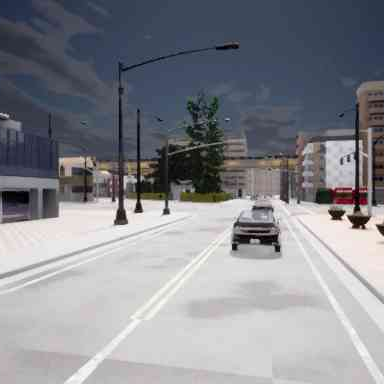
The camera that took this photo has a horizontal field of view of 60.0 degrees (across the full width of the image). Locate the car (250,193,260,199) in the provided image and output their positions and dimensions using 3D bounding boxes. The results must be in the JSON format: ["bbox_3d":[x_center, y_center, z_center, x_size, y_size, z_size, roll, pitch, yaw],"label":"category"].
[{"bbox_3d":[17.112,1.545,91.975,1.994,1.385,4.181,0,0,13],"label":"car"}]

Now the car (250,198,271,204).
[{"bbox_3d":[6.090,1.514,28.506,1.837,1.490,4.892,0,0,13],"label":"car"}]

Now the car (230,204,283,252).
[{"bbox_3d":[2.725,1.492,13.889,2.128,1.511,4.902,0,0,13],"label":"car"}]
